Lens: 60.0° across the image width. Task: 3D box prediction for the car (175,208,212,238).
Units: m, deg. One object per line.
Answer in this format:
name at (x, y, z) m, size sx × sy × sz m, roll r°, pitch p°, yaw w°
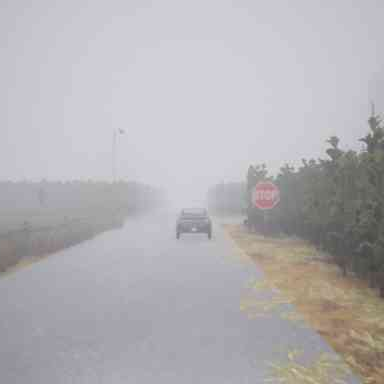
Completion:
car at (0.090, 1.614, 18.430) m, size 2.128 × 1.511 × 4.902 m, roll 0°, pitch 0°, yaw 0°
